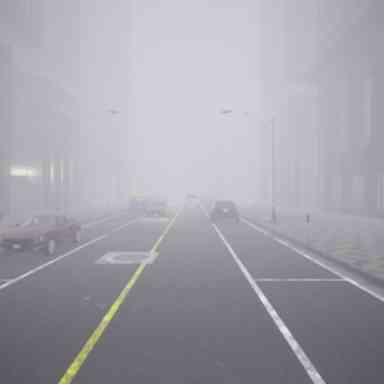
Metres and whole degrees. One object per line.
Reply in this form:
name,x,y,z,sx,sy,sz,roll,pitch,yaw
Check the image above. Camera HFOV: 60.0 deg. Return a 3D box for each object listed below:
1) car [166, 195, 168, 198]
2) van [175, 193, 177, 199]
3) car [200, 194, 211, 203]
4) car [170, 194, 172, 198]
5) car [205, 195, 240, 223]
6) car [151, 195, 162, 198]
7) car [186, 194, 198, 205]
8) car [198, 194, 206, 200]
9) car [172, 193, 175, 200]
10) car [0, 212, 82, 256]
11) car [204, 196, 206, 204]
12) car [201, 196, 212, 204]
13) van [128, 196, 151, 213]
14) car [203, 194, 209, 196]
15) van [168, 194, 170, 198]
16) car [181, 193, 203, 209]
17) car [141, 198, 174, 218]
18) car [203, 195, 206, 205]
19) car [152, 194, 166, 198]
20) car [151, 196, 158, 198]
car,-5.768,1.536,58.264,1.887,1.381,4.507,0,0,0
van,-5.770,1.331,92.084,1.690,1.788,3.998,0,0,0
car,2.756,1.306,69.548,2.192,1.841,5.009,0,0,0
car,-5.768,1.431,69.538,1.967,1.590,4.097,0,0,0
car,2.386,1.346,25.741,2.097,1.767,4.553,0,0,0
car,-5.767,1.557,46.991,1.947,1.339,4.313,0,0,0
car,-0.002,1.343,60.223,2.097,1.767,4.553,0,0,0
car,2.755,1.430,92.092,1.967,1.590,4.097,0,0,0
car,-5.769,1.430,80.811,1.967,1.590,4.097,0,0,0
car,-5.765,1.540,13.170,1.887,1.381,4.507,0,0,0
car,2.758,1.517,41.536,1.752,1.417,4.829,0,0,0
car,2.757,1.557,63.911,1.947,1.339,4.313,0,0,0
van,-5.767,1.333,35.717,1.690,1.788,3.998,0,0,0
car,2.757,1.431,58.274,1.967,1.590,4.097,0,0,0
van,-5.768,1.332,63.901,1.690,1.788,3.998,0,0,0
car,0.018,1.213,45.288,2.150,2.045,5.566,0,0,0
car,-3.100,1.540,30.762,2.033,1.411,5.357,0,0,0
car,2.758,1.542,47.002,2.008,1.369,4.403,0,0,0
car,-5.768,1.306,52.627,2.192,1.841,5.009,0,0,0
car,-5.767,1.558,41.354,1.947,1.339,4.313,0,0,0
